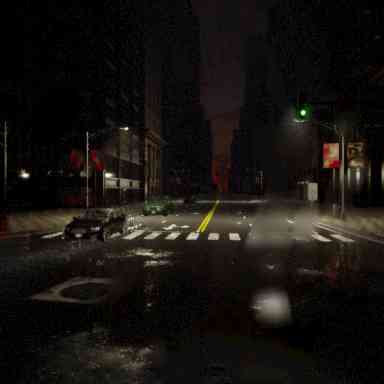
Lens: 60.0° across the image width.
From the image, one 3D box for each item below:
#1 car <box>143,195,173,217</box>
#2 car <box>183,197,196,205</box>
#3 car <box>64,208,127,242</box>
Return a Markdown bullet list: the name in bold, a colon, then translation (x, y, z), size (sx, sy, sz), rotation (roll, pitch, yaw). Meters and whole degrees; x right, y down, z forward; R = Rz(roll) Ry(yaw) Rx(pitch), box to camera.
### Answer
- **car**: translation (-3.188, 1.389, 32.391), size (2.150, 2.045, 5.566), rotation (0, 1, 5)
- **car**: translation (-0.405, 1.656, 61.742), size (1.994, 1.385, 4.181), rotation (0, 0, 5)
- **car**: translation (-4.673, 1.580, 16.759), size (2.128, 1.511, 4.902), rotation (0, 1, 5)
